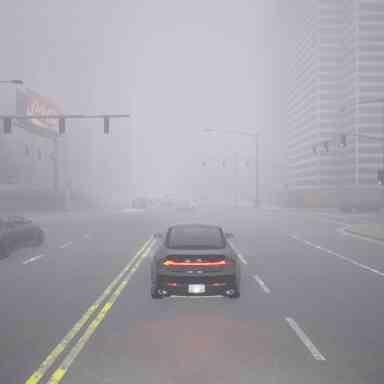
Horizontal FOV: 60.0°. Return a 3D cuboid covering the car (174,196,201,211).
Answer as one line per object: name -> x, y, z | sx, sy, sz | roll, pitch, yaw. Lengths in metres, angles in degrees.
car -> -0.516, 1.525, 40.612 | 1.812, 1.442, 4.674 | 1, 0, 10

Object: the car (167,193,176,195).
car -> -3.959, 1.221, 61.298 | 2.150, 2.045, 5.566 | 0, 0, 0

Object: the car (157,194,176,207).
car -> -3.911, 1.526, 51.719 | 1.812, 1.442, 4.674 | 0, 0, 0

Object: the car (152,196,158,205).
car -> -7.449, 1.601, 57.006 | 1.895, 1.301, 4.718 | 0, 0, 0

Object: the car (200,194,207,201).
car -> 2.924, 1.355, 88.718 | 2.097, 1.767, 4.553 | 0, 0, 0

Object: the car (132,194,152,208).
car -> -7.409, 1.491, 47.742 | 2.128, 1.511, 4.902 | 0, 0, 0

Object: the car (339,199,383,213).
car -> 18.448, 1.477, 35.673 | 5.008, 1.535, 1.882 | 0, 0, -1

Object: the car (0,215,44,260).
car -> -7.173, 1.564, 12.235 | 1.994, 1.385, 4.181 | 0, 0, -1

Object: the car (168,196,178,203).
car -> -3.962, 1.595, 71.344 | 1.895, 1.301, 4.718 | 0, 0, 0

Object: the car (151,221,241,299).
car -> 0.056, 1.505, 8.462 | 1.837, 1.490, 4.892 | 0, 0, -1
